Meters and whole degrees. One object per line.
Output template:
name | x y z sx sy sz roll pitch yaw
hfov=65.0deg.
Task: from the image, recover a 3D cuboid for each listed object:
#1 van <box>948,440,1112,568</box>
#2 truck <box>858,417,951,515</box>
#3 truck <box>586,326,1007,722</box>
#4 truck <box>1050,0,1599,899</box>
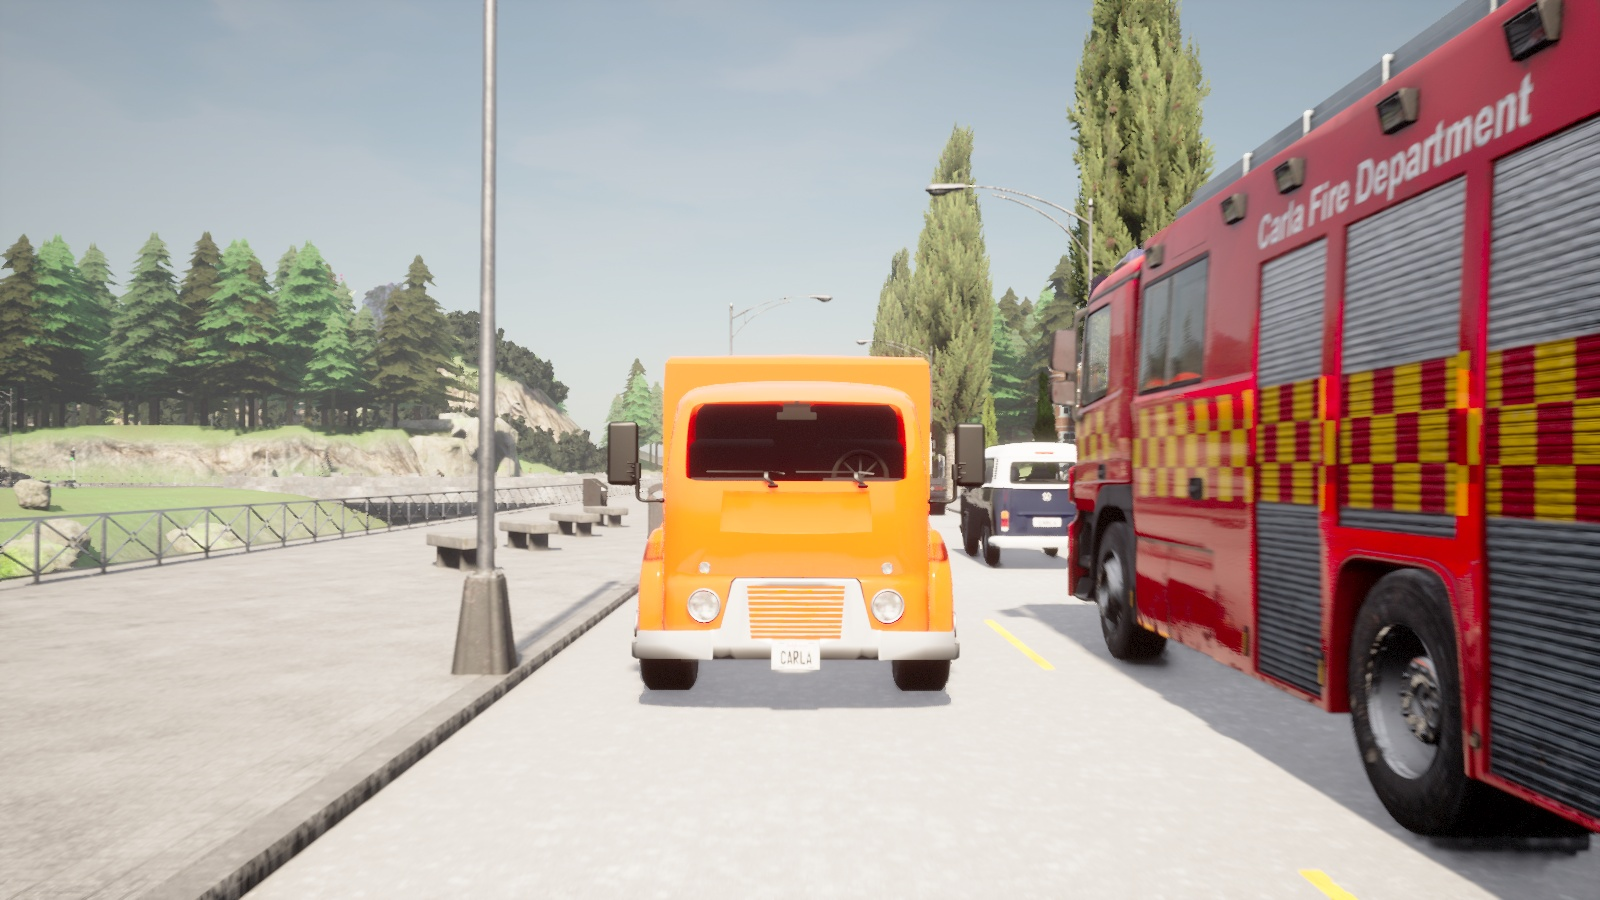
van | 3.940 0.896 22.327 2.069 2.038 4.480 0 -1 0
truck | 3.870 0.627 48.377 2.891 3.462 7.936 0 -1 0
truck | -0.030 0.503 10.472 2.627 2.467 5.204 0 -1 0
truck | 3.973 -0.226 8.340 2.891 3.827 8.468 0 -1 0
